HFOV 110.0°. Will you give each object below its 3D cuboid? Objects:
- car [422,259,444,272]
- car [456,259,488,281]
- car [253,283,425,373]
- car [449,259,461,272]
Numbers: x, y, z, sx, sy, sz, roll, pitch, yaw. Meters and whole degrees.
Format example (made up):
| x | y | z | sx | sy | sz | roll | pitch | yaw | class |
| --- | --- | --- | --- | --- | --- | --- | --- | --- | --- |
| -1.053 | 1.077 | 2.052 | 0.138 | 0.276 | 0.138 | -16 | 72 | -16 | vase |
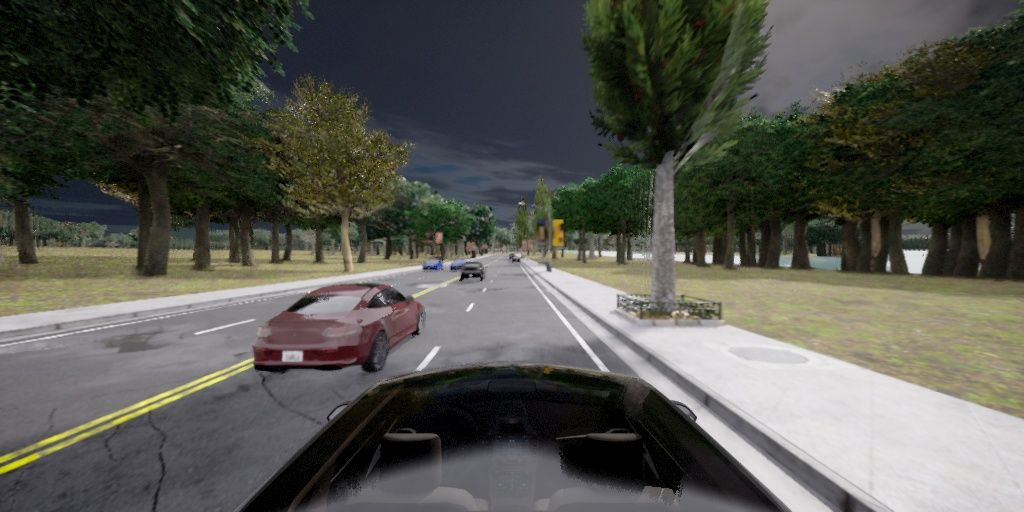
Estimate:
| x | y | z | sx | sy | sz | roll | pitch | yaw | class |
| --- | --- | --- | --- | --- | --- | --- | --- | --- | --- |
| -9.826 | 1.155 | 44.936 | 1.882 | 1.535 | 5.008 | 0 | 0 | 0 | car |
| -3.150 | 1.243 | 29.760 | 1.837 | 1.490 | 4.892 | 0 | 0 | 0 | car |
| -3.163 | 1.278 | 7.462 | 1.812 | 1.442 | 4.674 | 0 | 0 | 0 | car |
| -6.576 | 1.155 | 44.936 | 1.882 | 1.535 | 5.008 | 0 | 0 | 0 | car |
